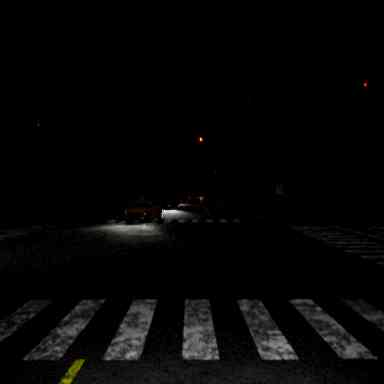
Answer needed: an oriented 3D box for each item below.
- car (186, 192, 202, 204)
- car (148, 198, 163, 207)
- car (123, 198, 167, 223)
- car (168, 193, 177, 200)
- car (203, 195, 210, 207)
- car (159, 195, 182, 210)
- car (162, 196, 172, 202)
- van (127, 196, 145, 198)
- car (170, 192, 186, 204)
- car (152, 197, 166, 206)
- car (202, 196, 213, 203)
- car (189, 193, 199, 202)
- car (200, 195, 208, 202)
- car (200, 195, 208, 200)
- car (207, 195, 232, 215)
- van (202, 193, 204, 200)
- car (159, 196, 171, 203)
[{"bbox_3d":[0.386,1.210,63.493,2.150,2.045,5.566,0,0,0],"label":"car"},{"bbox_3d":[-5.553,1.575,50.526,1.802,1.307,4.206,0,0,0],"label":"car"},{"bbox_3d":[-3.714,1.473,26.040,1.882,1.535,5.008,0,0,10],"label":"car"},{"bbox_3d":[-5.309,1.289,90.203,2.192,1.841,5.009,0,0,0],"label":"car"},{"bbox_3d":[2.938,1.434,44.809,1.967,1.590,4.097,0,0,0],"label":"car"},{"bbox_3d":[-2.834,1.487,43.739,2.128,1.511,4.902,0,0,0],"label":"car"},{"bbox_3d":[-5.413,1.529,73.198,1.887,1.381,4.507,0,0,0],"label":"car"},{"bbox_3d":[-5.658,1.336,33.521,1.690,1.788,3.998,0,0,0],"label":"van"},{"bbox_3d":[-2.676,1.340,62.322,2.097,1.767,4.553,0,0,1],"label":"car"},{"bbox_3d":[-5.518,1.557,56.194,1.947,1.339,4.313,0,0,0],"label":"car"},{"bbox_3d":[3.077,1.538,67.486,2.008,1.369,4.403,0,0,0],"label":"car"},{"bbox_3d":[0.449,1.171,73.853,2.097,1.767,4.553,0,0,0],"label":"car"},{"bbox_3d":[2.835,1.437,79.657,1.801,1.575,5.366,0,0,0],"label":"car"},{"bbox_3d":[3.217,1.540,90.163,1.947,1.339,4.313,0,0,0],"label":"car"},{"bbox_3d":[2.868,1.435,33.471,1.967,1.590,4.097,0,0,0],"label":"car"},{"bbox_3d":[3.007,1.333,56.147,1.690,1.788,3.998,0,0,0],"label":"van"},{"bbox_3d":[-5.448,1.553,67.530,1.947,1.339,4.313,0,0,0],"label":"car"}]
